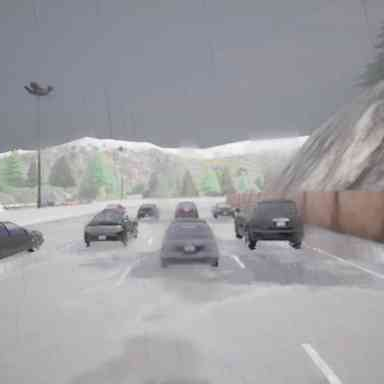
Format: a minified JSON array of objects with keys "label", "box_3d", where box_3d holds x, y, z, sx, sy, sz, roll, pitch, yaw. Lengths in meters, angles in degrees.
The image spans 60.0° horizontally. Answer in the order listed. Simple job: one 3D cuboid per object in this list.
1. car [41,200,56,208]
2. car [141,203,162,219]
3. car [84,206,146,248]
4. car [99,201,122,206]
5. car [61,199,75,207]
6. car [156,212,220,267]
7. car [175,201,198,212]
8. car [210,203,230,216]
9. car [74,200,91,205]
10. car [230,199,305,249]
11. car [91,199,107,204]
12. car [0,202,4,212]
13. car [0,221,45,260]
[{"label":"car","box_3d":[-29.197,2.351,66.958,2.128,1.511,4.902,-1,0,1]},{"label":"car","box_3d":[-4.004,1.815,31.497,1.837,1.490,4.892,-1,-1,-1]},{"label":"car","box_3d":[-3.690,1.665,15.901,2.128,1.511,4.902,-1,0,-1]},{"label":"car","box_3d":[-7.524,1.878,32.482,1.812,1.442,4.674,-1,0,-1]},{"label":"car","box_3d":[-25.590,2.167,69.306,2.097,1.767,4.553,-1,0,1]},{"label":"car","box_3d":[-0.107,1.651,11.778,2.033,1.411,5.357,-1,-1,-1]},{"label":"car","box_3d":[-0.499,1.626,31.149,2.097,1.767,4.553,-1,0,-1]},{"label":"car","box_3d":[2.975,1.778,32.613,1.812,1.442,4.674,-1,0,-1]},{"label":"car","box_3d":[-22.107,2.309,68.907,1.812,1.442,4.674,-1,0,1]},{"label":"car","box_3d":[3.322,1.322,15.279,2.150,2.045,5.566,-1,0,-1]},{"label":"car","box_3d":[-18.625,2.235,68.540,1.882,1.535,5.008,-1,0,1]},{"label":"car","box_3d":[-18.135,1.639,27.978,2.150,2.045,5.566,-1,-1,-1]},{"label":"car","box_3d":[-7.105,1.717,11.632,2.033,1.411,5.357,-1,-1,-1]}]
